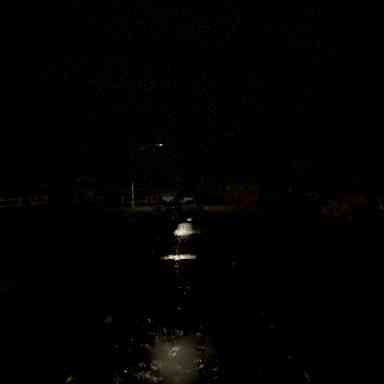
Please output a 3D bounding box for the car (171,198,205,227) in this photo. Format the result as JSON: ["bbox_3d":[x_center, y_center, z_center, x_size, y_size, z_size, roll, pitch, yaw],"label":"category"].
[{"bbox_3d":[-0.176,1.341,21.127,1.812,1.442,4.674,0,1,-1],"label":"car"}]

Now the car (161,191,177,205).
[{"bbox_3d":[-3.388,0.814,49.381,2.150,2.045,5.566,0,1,-1],"label":"car"}]
